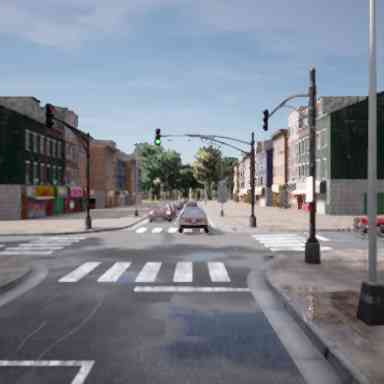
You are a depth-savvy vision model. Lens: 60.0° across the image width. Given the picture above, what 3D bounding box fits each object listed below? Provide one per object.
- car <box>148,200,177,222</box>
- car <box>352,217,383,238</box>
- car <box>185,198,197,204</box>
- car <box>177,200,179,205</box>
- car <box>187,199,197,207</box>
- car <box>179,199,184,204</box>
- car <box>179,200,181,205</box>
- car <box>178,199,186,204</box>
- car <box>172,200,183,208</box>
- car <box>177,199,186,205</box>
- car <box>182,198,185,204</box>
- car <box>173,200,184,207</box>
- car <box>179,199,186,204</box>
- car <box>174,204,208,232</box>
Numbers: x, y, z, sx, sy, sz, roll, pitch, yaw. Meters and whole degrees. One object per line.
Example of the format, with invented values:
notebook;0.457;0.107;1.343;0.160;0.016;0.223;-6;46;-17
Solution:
car;-2.645;1.731;28.948;1.967;1.590;4.097;-1;-1;0
car;10.958;1.578;17.218;4.718;1.301;1.895;-1;0;0
car;0.010;2.115;59.276;2.128;1.511;4.902;0;-1;0
car;-2.645;1.788;34.382;1.967;1.590;4.097;-1;-1;0
car;0.005;2.217;69.519;1.882;1.535;5.008;0;-1;0
car;-2.643;2.071;50.684;1.887;1.381;4.507;-1;-1;0
car;-2.643;1.972;39.815;1.947;1.339;4.313;-1;-1;0
car;-2.640;2.529;88.725;1.947;1.339;4.313;-1;-1;0
car;-2.642;2.194;61.553;1.887;1.381;4.507;-1;-1;0
car;-2.641;2.449;83.291;2.008;1.369;4.403;-1;-1;0
car;-2.643;2.138;56.119;2.008;1.369;4.403;-1;-1;0
car;-2.642;2.276;66.988;1.947;1.339;4.313;-1;-1;0
car;-2.640;2.609;94.159;1.802;1.307;4.206;-1;-1;0
car;0.097;1.762;21.881;2.033;1.411;5.357;0;-1;0
